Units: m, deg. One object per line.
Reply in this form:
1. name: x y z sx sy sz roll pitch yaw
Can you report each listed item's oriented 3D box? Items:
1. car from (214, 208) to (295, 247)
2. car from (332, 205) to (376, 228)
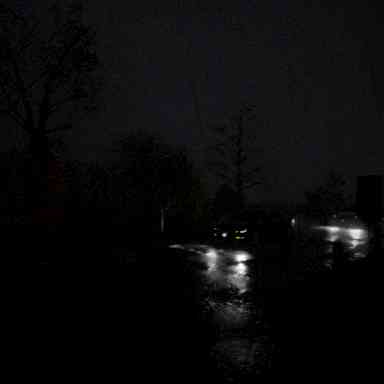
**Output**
1. car: 3.053 1.552 15.618 1.837 1.490 4.892 2 1 45
2. car: 12.019 1.710 24.410 4.674 1.442 1.812 1 1 -44
